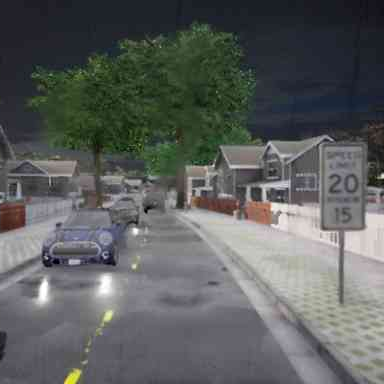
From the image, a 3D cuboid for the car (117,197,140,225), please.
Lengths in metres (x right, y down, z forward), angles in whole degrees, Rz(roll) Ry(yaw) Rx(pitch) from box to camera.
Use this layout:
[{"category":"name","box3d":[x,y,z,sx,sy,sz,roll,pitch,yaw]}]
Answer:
[{"category":"car","box3d":[-4.873,1.368,23.994,2.097,1.767,4.553,0,0,-8]}]

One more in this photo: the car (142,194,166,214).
[{"category":"car","box3d":[-4.127,1.222,36.153,2.150,2.045,5.566,0,0,-10]}]

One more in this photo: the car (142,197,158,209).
[{"category":"car","box3d":[-6.098,1.498,47.653,2.128,1.511,4.902,0,0,-8]}]

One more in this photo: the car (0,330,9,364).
[{"category":"car","box3d":[-2.908,1.554,1.408,2.033,1.411,5.357,0,0,-2]}]

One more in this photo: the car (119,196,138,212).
[{"category":"car","box3d":[-7.623,1.366,39.945,2.097,1.767,4.553,0,0,-10]}]

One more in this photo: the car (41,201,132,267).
[{"category":"car","box3d":[-3.469,1.363,11.528,2.097,1.767,4.553,0,0,-5]}]
